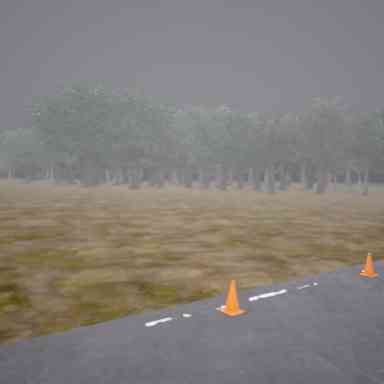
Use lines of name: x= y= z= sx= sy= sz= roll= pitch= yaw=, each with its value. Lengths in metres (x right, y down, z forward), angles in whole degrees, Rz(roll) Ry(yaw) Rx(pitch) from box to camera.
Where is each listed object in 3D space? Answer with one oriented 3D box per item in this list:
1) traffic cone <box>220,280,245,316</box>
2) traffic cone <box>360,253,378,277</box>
traffic cone: x=0.758 y=1.928 z=6.184 sx=0.340 sy=0.580 sz=0.340 roll=1 pitch=1 yaw=-35
traffic cone: x=4.836 y=1.973 z=9.078 sx=0.340 sy=0.580 sz=0.340 roll=1 pitch=1 yaw=-35
